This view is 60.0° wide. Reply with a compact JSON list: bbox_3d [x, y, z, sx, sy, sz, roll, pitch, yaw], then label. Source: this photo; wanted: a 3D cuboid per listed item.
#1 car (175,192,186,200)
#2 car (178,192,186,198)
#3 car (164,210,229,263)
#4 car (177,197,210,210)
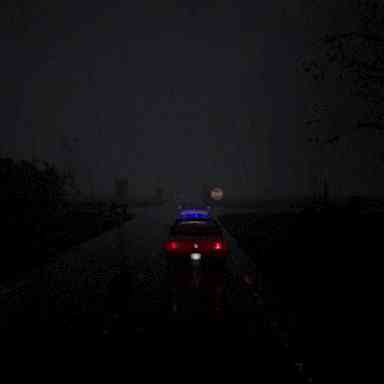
[{"bbox_3d":[-2.615,0.962,69.987,1.882,1.535,5.008,0,1,0],"label":"car"},{"bbox_3d":[-2.585,0.726,86.068,1.882,1.535,5.008,0,1,0],"label":"car"},{"bbox_3d":[0.120,1.533,11.655,1.895,1.301,4.718,0,0,0],"label":"car"},{"bbox_3d":[0.139,1.349,21.434,1.882,1.535,5.008,0,0,0],"label":"car"}]
